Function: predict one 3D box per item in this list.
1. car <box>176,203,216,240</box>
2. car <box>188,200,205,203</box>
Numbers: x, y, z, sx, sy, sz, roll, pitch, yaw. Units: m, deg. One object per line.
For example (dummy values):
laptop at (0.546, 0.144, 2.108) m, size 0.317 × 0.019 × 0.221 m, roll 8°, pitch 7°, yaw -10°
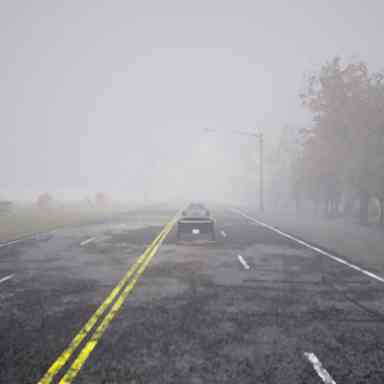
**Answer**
car at (0.185, 1.515, 16.975) m, size 2.128 × 1.511 × 4.902 m, roll 0°, pitch 0°, yaw 0°
car at (0.481, 1.605, 38.095) m, size 1.994 × 1.385 × 4.181 m, roll 0°, pitch 0°, yaw 1°
